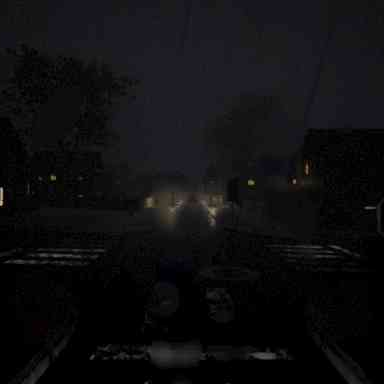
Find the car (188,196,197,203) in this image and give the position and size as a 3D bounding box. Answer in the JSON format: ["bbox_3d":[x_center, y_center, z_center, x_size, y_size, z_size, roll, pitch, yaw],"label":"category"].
[{"bbox_3d":[0.059,1.540,68.921,1.882,1.535,5.008,0,0,0],"label":"car"}]
